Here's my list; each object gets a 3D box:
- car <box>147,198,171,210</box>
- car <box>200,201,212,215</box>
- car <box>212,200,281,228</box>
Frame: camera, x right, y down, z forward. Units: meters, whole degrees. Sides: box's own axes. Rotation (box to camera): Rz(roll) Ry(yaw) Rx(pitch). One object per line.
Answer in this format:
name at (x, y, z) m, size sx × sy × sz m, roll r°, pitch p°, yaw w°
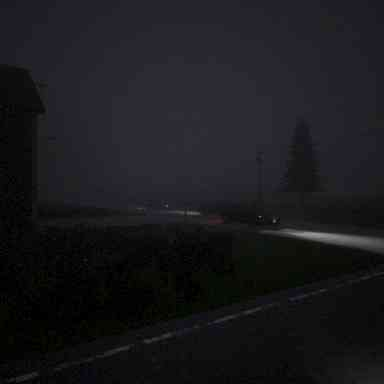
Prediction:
car at (-4.222, 1.526, 42.589) m, size 1.812 × 1.442 × 4.674 m, roll 0°, pitch 0°, yaw -30°
car at (2.556, 1.492, 30.987) m, size 2.128 × 1.511 × 4.902 m, roll 0°, pitch 0°, yaw -31°
car at (3.758, 1.498, 22.230) m, size 2.128 × 1.511 × 4.902 m, roll 0°, pitch 0°, yaw -30°
